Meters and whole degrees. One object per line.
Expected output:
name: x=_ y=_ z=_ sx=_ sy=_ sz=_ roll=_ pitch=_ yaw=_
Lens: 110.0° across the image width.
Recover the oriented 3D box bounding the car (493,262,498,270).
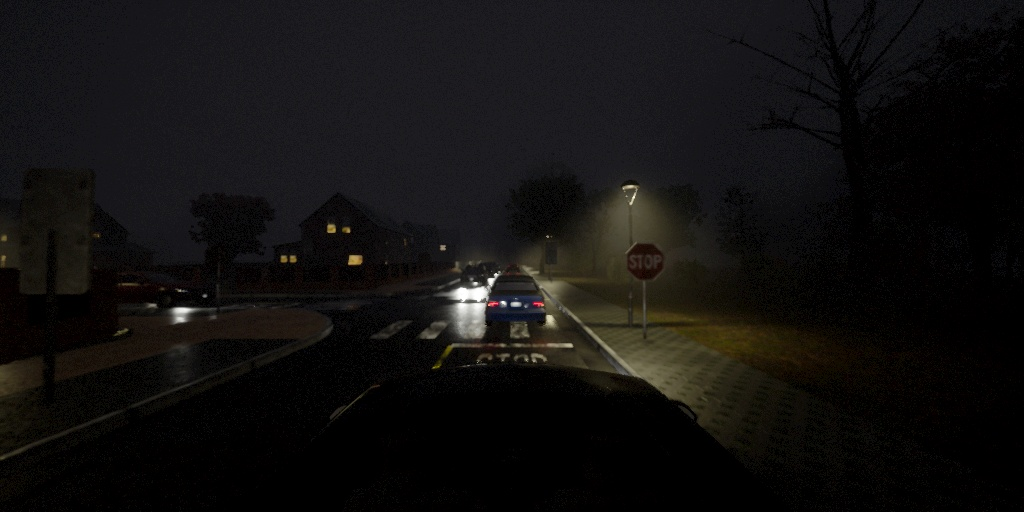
car: x=-2.807 y=1.479 z=37.672 sx=1.837 sy=1.490 sz=4.892 roll=0 pitch=0 yaw=0

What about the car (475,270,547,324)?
car: x=0.101 y=1.356 z=12.128 sx=2.033 sy=1.411 sz=5.357 roll=0 pitch=0 yaw=0

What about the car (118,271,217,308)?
car: x=-14.779 y=1.344 z=14.630 sx=4.674 sy=1.442 sz=1.812 roll=0 pitch=-2 yaw=2

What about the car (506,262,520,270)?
car: x=0.161 y=1.619 z=53.045 sx=1.812 sy=1.442 sz=4.674 roll=0 pitch=0 yaw=0

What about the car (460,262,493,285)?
car: x=-2.827 y=1.396 z=27.565 sx=2.128 sy=1.511 sz=4.902 roll=0 pitch=0 yaw=0

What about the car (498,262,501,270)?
car: x=-2.785 y=1.557 z=47.887 sx=1.837 sy=1.490 sz=4.892 roll=0 pitch=0 yaw=0

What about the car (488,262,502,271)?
car: x=-2.731 y=1.685 z=58.244 sx=2.033 sy=1.411 sz=5.357 roll=0 pitch=0 yaw=0

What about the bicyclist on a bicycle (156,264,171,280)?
bicyclist on a bicycle: x=-20.214 y=1.313 z=20.670 sx=0.582 sy=1.620 sz=1.656 roll=0 pitch=-1 yaw=2
